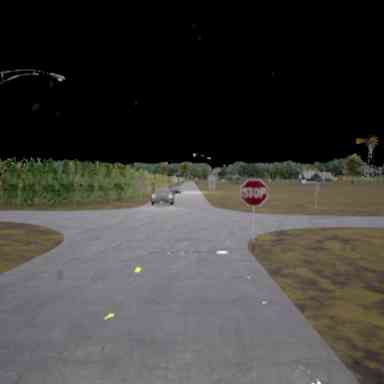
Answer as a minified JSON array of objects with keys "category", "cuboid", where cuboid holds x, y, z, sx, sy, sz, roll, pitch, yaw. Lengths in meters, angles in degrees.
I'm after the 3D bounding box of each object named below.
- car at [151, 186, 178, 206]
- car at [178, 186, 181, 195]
[{"category":"car","cuboid":[-2.783,0.333,32.575,2.097,1.767,4.553,0,1,0]},{"category":"car","cuboid":[-2.808,-0.291,57.148,2.033,1.411,5.357,0,2,0]}]
